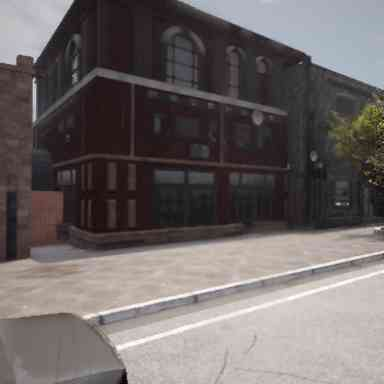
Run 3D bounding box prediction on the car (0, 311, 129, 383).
[{"bbox_3d":[-2.899,1.547,1.615,5.357,1.411,2.033,0,0,-36],"label":"car"}]
